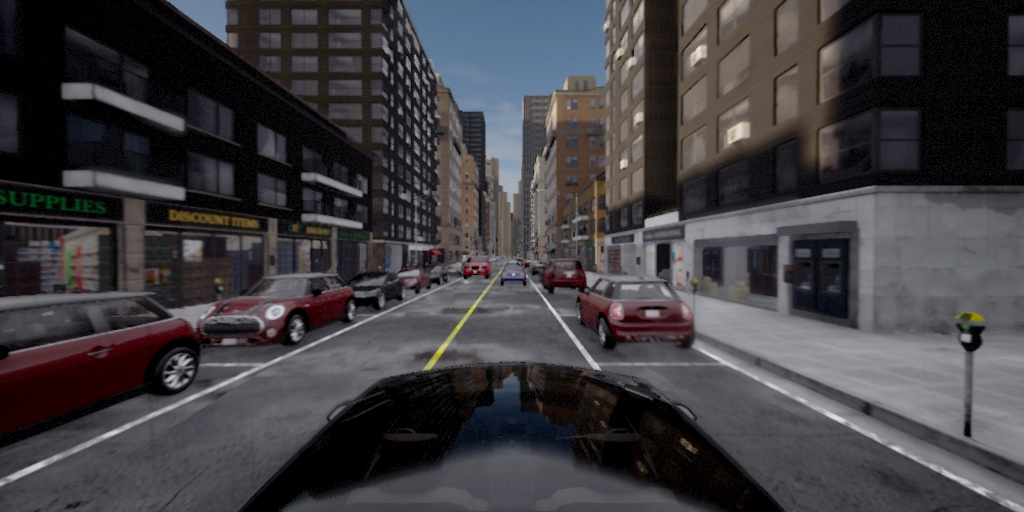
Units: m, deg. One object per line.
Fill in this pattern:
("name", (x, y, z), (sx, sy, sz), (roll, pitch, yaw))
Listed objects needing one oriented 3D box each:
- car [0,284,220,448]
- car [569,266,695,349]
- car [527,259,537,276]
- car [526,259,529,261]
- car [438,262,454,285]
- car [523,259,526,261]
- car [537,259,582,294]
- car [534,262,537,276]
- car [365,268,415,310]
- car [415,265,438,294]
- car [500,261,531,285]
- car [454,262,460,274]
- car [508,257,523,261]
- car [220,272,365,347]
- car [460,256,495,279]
("car", (-5.669, 1.189, 3.654), (1.967, 1.591, 4.097), (0, 0, 0))
("car", (2.858, 1.189, 9.203), (1.967, 1.591, 4.097), (0, 0, 0))
("car", (2.868, 1.316, 36.849), (1.948, 1.339, 4.313), (0, 0, 0))
("car", (2.869, 1.275, 42.548), (1.751, 1.417, 4.829), (0, 0, 0))
("car", (-5.662, 1.314, 25.776), (1.948, 1.339, 4.313), (0, 0, 0))
("car", (2.875, 1.293, 58.966), (1.888, 1.381, 4.507), (0, 0, 0))
("car", (2.862, 1.064, 20.261), (2.192, 1.841, 5.009), (0, 0, 0))
("car", (2.864, 1.315, 25.790), (1.948, 1.339, 4.313), (0, 0, 0))
("car", (-5.665, 1.314, 14.714), (1.948, 1.339, 4.313), (0, 0, 0))
("car", (-5.663, 1.330, 20.245), (1.802, 1.307, 4.207), (0, 0, 0))
("car", (0.098, 1.297, 26.198), (2.033, 1.411, 5.357), (0, 0, 0))
("car", (-5.658, 1.299, 36.838), (2.007, 1.370, 4.403), (0, 0, 0))
("car", (0.113, 1.227, 48.733), (1.882, 1.535, 5.008), (0, 0, 0))
("car", (-5.667, 1.188, 9.184), (1.967, 1.591, 4.097), (0, 0, 0))
("car", (-3.013, 0.974, 32.315), (2.150, 2.045, 5.566), (0, 0, 0))
